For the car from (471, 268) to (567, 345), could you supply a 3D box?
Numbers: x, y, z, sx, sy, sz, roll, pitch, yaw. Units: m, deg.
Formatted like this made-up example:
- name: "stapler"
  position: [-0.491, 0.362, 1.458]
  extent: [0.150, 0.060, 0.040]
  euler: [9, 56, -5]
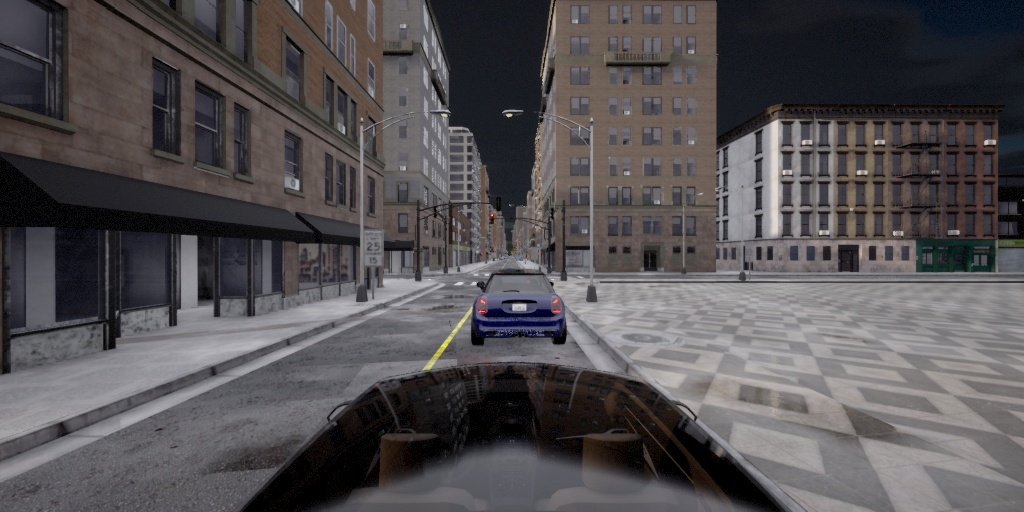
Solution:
- name: "car"
  position: [0.102, 1.102, 9.661]
  extent: [2.097, 1.767, 4.553]
  euler: [0, 0, -1]
